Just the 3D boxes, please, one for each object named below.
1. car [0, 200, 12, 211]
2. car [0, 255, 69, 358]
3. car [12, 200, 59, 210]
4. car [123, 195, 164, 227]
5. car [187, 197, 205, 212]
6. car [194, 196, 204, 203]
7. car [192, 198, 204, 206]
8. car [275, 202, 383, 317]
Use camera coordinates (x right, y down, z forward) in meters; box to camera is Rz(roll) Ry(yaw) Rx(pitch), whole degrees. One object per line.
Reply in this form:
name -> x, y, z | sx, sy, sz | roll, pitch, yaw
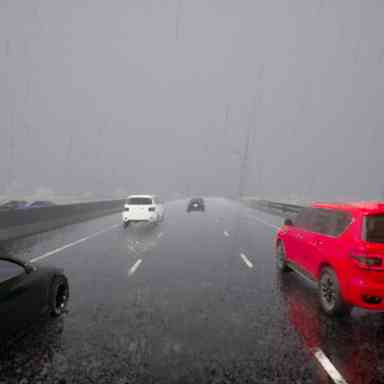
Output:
car -> -17.187, 1.529, 32.147 | 1.837, 1.490, 4.892 | 0, 0, 1
car -> -3.381, 1.565, 4.799 | 1.994, 1.385, 4.181 | 0, 0, 0
car -> -13.745, 1.493, 30.046 | 1.882, 1.535, 5.008 | 0, 0, 1
car -> -3.226, 1.234, 22.955 | 2.150, 2.045, 5.566 | 0, 0, 1
car -> 0.501, 1.536, 39.620 | 2.163, 1.488, 4.792 | 0, 0, 1
car -> 1.615, 1.698, 73.415 | 1.994, 1.385, 4.181 | 0, 0, 3
car -> 1.051, 1.649, 55.850 | 1.994, 1.385, 4.181 | 0, 0, 2
car -> 3.520, 1.226, 7.581 | 2.150, 2.045, 5.566 | 0, 0, 0
